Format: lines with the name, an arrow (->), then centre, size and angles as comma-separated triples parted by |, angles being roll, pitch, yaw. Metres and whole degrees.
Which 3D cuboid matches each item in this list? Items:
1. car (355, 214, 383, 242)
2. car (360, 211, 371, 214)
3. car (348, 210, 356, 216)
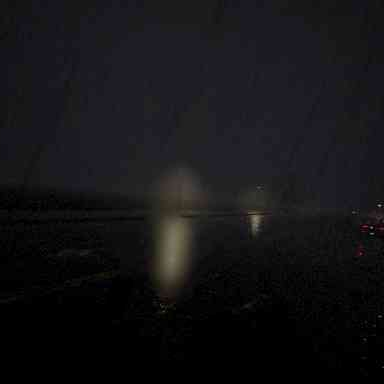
car -> 13.596, 2.778, 25.007 | 2.128, 1.511, 4.902 | 7, 1, 29
car -> 44.042, 5.558, 84.116 | 2.097, 1.767, 4.553 | 7, 0, 25
car -> 41.107, 5.406, 85.517 | 2.128, 1.511, 4.902 | 7, 0, 25
